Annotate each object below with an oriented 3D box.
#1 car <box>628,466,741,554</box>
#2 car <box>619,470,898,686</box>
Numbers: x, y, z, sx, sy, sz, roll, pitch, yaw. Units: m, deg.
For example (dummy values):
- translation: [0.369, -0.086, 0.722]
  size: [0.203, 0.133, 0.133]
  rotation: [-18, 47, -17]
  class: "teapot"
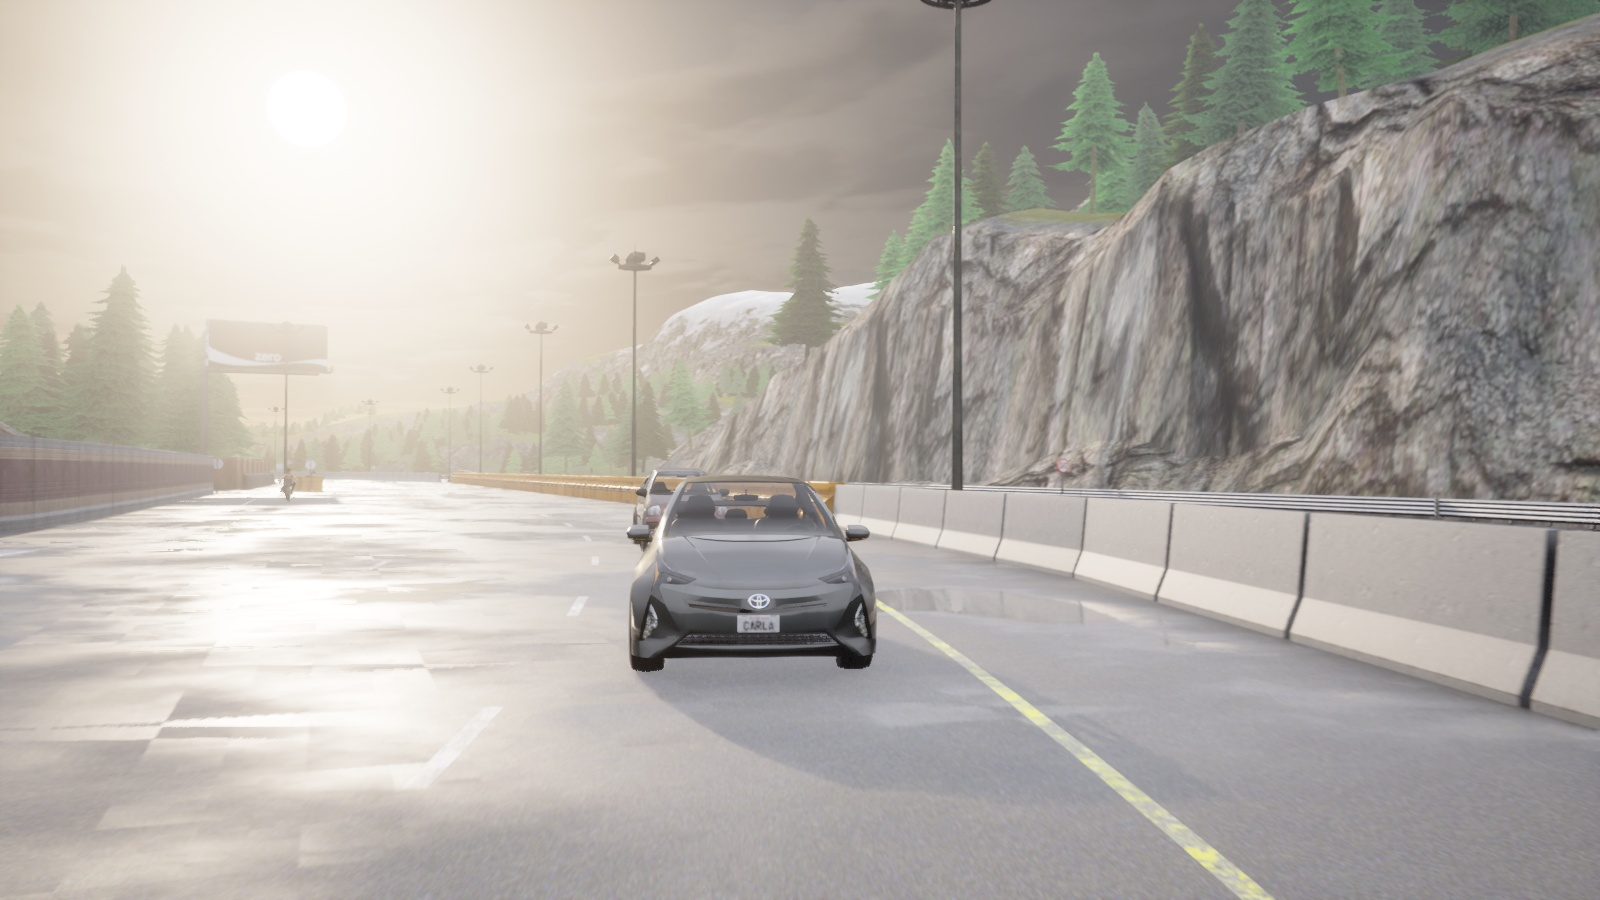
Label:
- translation: [-2.409, 1.147, 25.311]
  size: [1.851, 1.617, 3.988]
  rotation: [0, -1, -11]
  class: "car"
- translation: [-0.506, 0.953, 11.309]
  size: [2.007, 1.525, 4.514]
  rotation: [0, -1, -5]
  class: "car"
